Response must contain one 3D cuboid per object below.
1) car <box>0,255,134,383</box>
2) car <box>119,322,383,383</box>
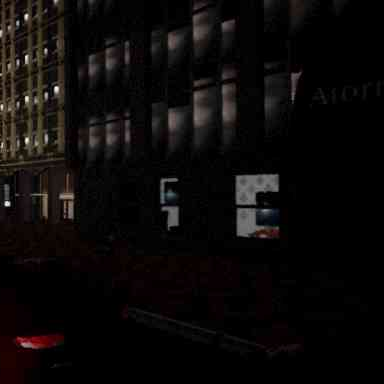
[{"bbox_3d":[-2.646,1.583,4.769,4.206,1.307,1.802,0,0,35],"label":"car"},{"bbox_3d":[1.948,1.545,1.496,4.507,1.381,1.887,0,0,35],"label":"car"}]
